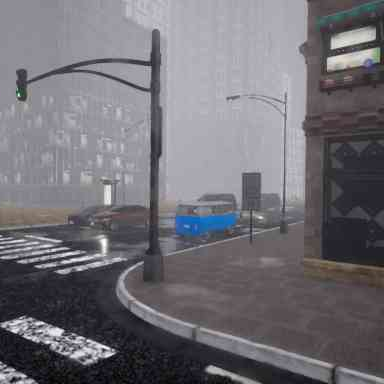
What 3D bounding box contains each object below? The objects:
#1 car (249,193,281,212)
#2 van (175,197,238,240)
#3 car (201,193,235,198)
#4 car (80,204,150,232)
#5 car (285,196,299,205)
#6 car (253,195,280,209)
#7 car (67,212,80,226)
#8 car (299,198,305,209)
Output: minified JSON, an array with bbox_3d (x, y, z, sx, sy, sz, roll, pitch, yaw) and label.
[{"bbox_3d":[8.076,1.125,37.201,2.150,2.045,5.566,1,1,36],"label":"car"},{"bbox_3d":[0.829,1.368,17.011,1.690,1.788,3.998,1,1,35],"label":"van"},{"bbox_3d":[1.884,1.143,28.499,2.150,2.045,5.566,1,1,36],"label":"car"},{"bbox_3d":[-4.066,1.466,20.120,1.812,1.442,4.674,1,1,37],"label":"car"},{"bbox_3d":[16.306,1.364,53.309,1.752,1.417,4.829,1,1,35],"label":"car"},{"bbox_3d":[10.001,1.293,44.422,1.967,1.590,4.097,1,1,35],"label":"car"},{"bbox_3d":[-6.008,1.467,21.864,1.947,1.339,4.313,1,1,35],"label":"car"},{"bbox_3d":[15.618,1.463,42.433,1.812,1.442,4.674,1,1,36],"label":"car"}]
